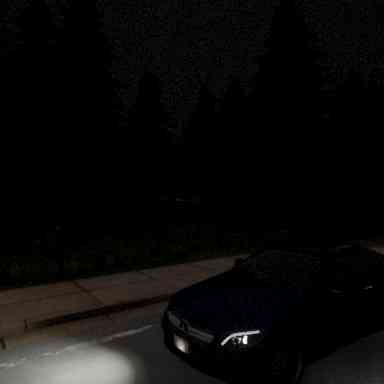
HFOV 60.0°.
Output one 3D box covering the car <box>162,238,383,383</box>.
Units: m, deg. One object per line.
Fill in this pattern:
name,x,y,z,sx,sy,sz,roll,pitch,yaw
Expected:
car,1.771,1.525,5.246,4.674,1.442,1.812,0,0,-35
